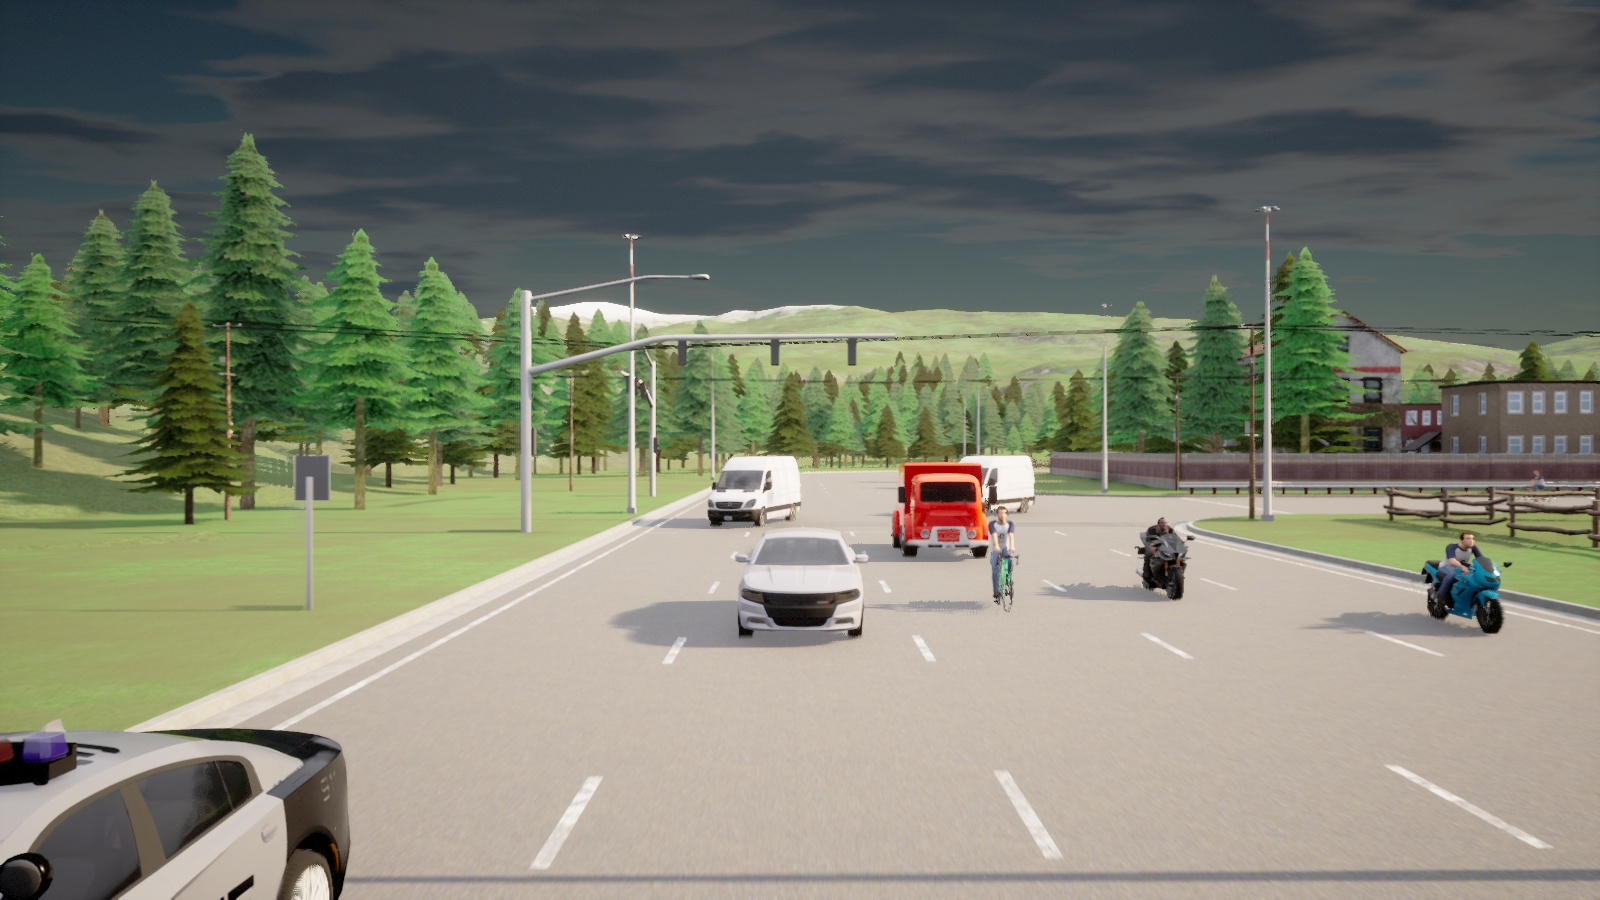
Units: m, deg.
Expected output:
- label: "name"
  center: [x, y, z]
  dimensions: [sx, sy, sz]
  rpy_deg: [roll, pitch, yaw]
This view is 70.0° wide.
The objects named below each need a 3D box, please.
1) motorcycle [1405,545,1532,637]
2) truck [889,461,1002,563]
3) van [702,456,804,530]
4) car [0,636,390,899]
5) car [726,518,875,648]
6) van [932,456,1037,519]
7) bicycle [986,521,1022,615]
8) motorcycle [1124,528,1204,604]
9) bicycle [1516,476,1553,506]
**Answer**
- label: "motorcycle"
  center: [10.513, 2.186, 18.063]
  dimensions: [0.803, 1.199, 2.033]
  rpy_deg: [0, 0, 0]
- label: "truck"
  center: [3.822, 1.566, 31.092]
  dimensions: [2.627, 2.467, 5.204]
  rpy_deg: [0, 0, 3]
- label: "van"
  center: [-1.681, 1.534, 43.258]
  dimensions: [1.988, 2.561, 5.915]
  rpy_deg: [-1, 0, 17]
- label: "car"
  center: [-3.609, 1.982, 4.518]
  dimensions: [2.097, 1.638, 5.238]
  rpy_deg: [0, 0, 0]
- label: "car"
  center: [0.032, 2.034, 18.659]
  dimensions: [2.097, 1.535, 5.006]
  rpy_deg: [0, 0, 1]
- label: "van"
  center: [8.033, 1.534, 49.205]
  dimensions: [1.988, 2.561, 5.915]
  rpy_deg: [0, 0, 37]
- label: "bicycle"
  center: [3.595, 2.056, 20.229]
  dimensions: [0.373, 1.496, 1.643]
  rpy_deg: [0, 0, 1]
- label: "motorcycle"
  center: [7.013, 2.205, 22.129]
  dimensions: [0.867, 1.251, 2.209]
  rpy_deg: [0, 0, 0]
- label: "bicycle"
  center: [37.007, 2.056, 57.567]
  dimensions: [1.643, 1.496, 0.373]
  rpy_deg: [0, 0, 0]
